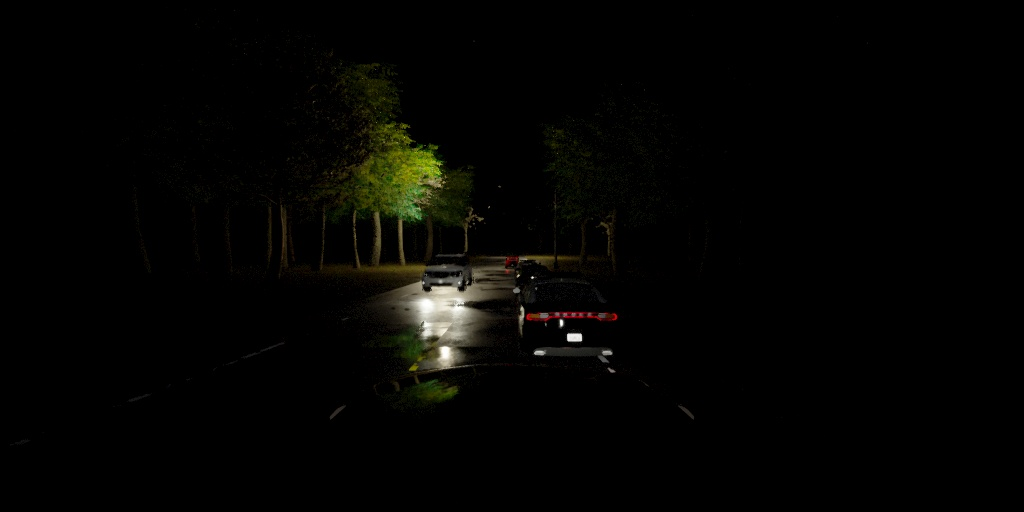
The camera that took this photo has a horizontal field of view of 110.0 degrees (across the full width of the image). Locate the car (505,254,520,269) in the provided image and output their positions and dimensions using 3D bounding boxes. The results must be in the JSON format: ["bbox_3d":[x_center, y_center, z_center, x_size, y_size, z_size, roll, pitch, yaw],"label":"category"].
[{"bbox_3d":[0.082,0.898,47.243,1.812,1.442,4.674,0,1,1],"label":"car"}]

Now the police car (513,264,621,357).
[{"bbox_3d":[1.060,1.166,8.634,1.930,1.638,5.238,0,0,0],"label":"police car"}]

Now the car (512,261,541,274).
[{"bbox_3d":[1.070,1.198,18.523,1.837,1.490,4.892,0,0,0],"label":"car"}]

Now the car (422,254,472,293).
[{"bbox_3d":[-3.579,0.896,20.737,2.150,2.045,5.566,0,0,0],"label":"car"}]

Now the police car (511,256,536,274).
[{"bbox_3d":[1.077,1.068,24.634,1.930,1.638,5.238,0,0,0],"label":"police car"}]

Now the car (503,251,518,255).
[{"bbox_3d":[0.064,0.288,60.129,2.150,2.045,5.566,0,2,0],"label":"car"}]
